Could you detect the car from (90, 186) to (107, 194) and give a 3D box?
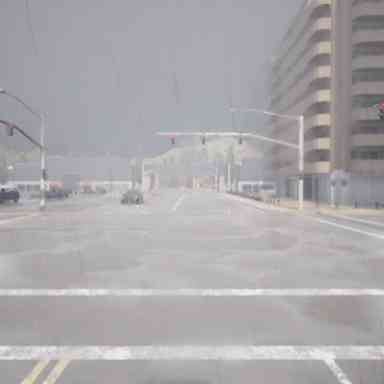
[{"bbox_3d":[-21.047,-0.422,76.169,1.932,1.855,4.605,0,1,0],"label":"car"}]

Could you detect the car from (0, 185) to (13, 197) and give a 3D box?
[{"bbox_3d":[-43.564,-0.421,76.267,1.905,1.878,3.866,0,1,0],"label":"car"}]

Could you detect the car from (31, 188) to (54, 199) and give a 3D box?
[{"bbox_3d":[-26.709,0.179,58.785,1.970,1.475,3.806,0,1,0],"label":"car"}]

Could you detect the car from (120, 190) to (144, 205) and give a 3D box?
[{"bbox_3d":[-6.999,0.537,39.136,2.097,1.767,4.553,0,1,0],"label":"car"}]

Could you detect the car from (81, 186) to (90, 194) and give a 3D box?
[{"bbox_3d":[-23.941,-0.421,76.234,1.905,1.878,3.866,0,1,0],"label":"car"}]

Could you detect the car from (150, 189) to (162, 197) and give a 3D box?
[{"bbox_3d":[-6.998,0.114,64.868,1.882,1.535,5.008,0,1,0],"label":"car"}]
